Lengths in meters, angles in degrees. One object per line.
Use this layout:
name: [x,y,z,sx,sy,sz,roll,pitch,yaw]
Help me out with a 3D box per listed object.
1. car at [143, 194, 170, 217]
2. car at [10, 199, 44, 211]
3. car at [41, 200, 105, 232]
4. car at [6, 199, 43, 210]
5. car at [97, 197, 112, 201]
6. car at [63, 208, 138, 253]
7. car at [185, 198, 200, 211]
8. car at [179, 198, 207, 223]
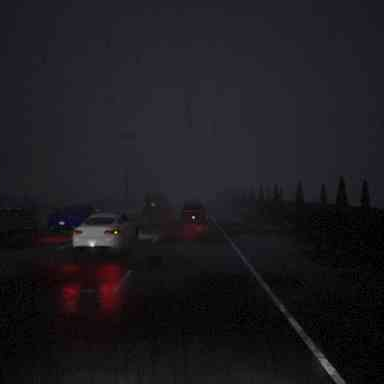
car: [-3.394,1.238,32.212,2.150,2.045,5.566,0,0,0]
car: [-21.035,1.623,42.648,1.895,1.301,4.718,0,0,0]
car: [-6.897,1.488,20.094,1.882,1.535,5.008,0,0,0]
car: [-17.565,1.525,35.057,1.837,1.490,4.892,0,-1,0]
car: [-13.996,1.537,53.137,1.837,1.490,4.892,0,0,0]
car: [-3.397,1.533,13.634,1.812,1.442,4.674,0,0,0]
car: [0.108,1.548,42.947,1.812,1.442,4.674,0,0,0]
car: [0.105,1.519,25.861,1.837,1.490,4.892,0,0,0]
